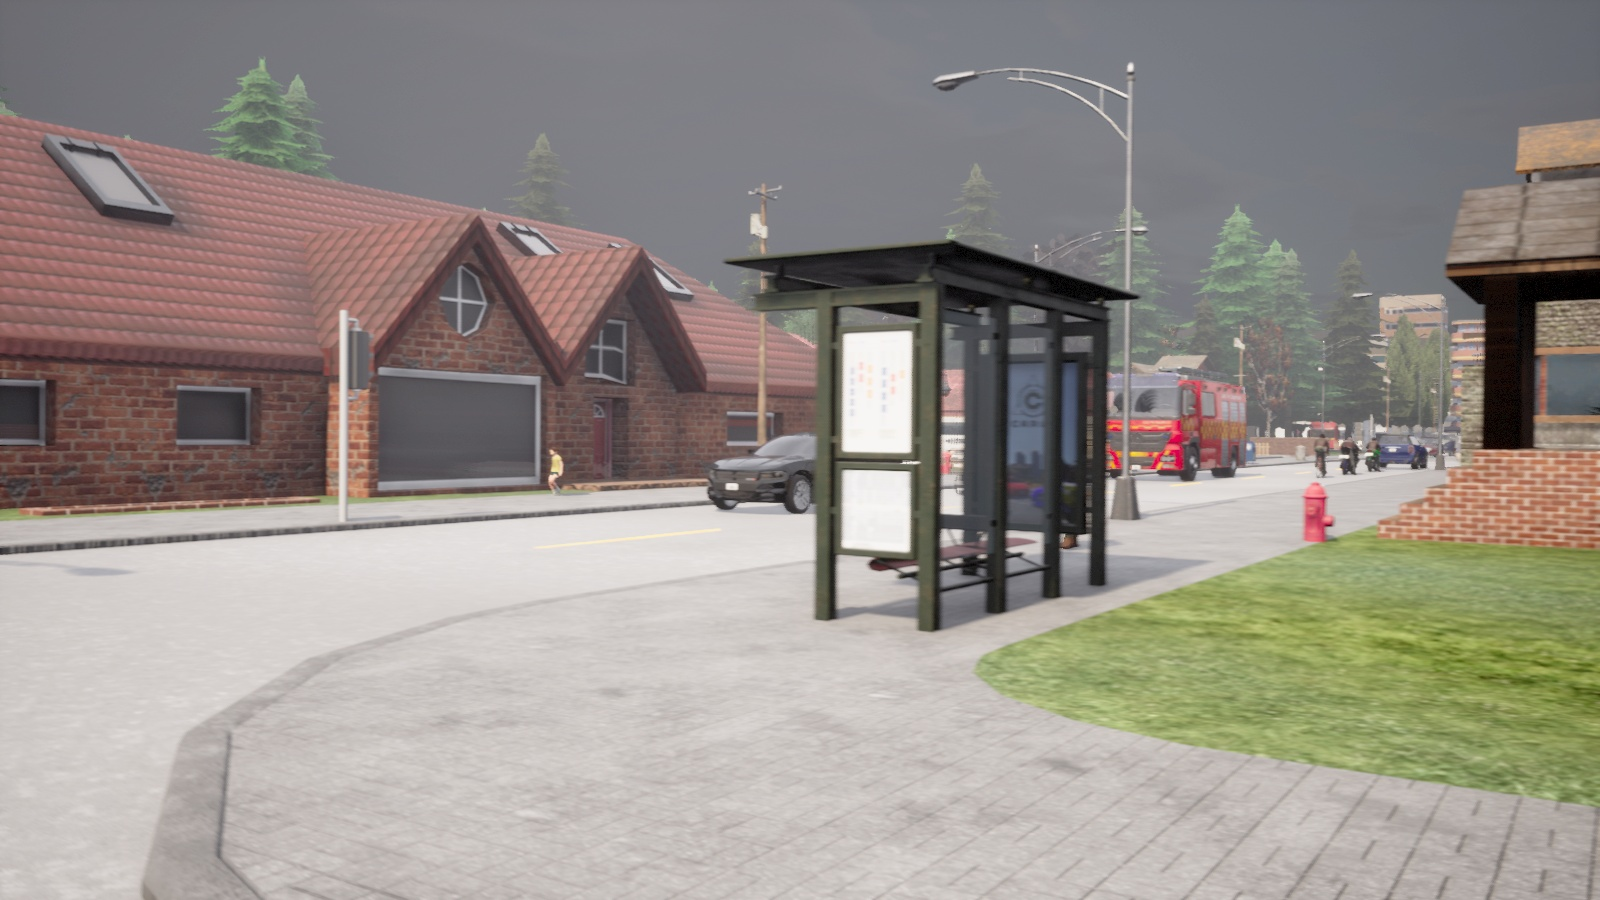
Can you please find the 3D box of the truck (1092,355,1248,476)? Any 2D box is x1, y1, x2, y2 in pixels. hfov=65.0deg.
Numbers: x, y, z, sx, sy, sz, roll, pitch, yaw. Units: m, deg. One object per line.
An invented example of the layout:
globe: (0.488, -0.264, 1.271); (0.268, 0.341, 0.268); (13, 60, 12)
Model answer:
truck: (13.175, -1.155, 44.143); (2.891, 3.827, 8.468); (0, 1, 34)

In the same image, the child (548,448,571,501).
child: (-5.059, 0.506, 26.414); (0.394, 1.110, 0.255); (-1, 1, -42)

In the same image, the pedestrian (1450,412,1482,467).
pedestrian: (22.829, -0.354, 43.068); (0.874, 1.855, 0.900); (0, 1, 34)

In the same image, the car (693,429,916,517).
car: (0.229, 0.370, 24.655); (1.882, 1.535, 5.008); (0, 1, 34)

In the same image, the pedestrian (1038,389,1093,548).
pedestrian: (3.156, 0.209, 14.924); (0.634, 1.846, 0.331); (-1, 1, -45)

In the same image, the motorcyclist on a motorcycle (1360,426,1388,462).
motorcyclist on a motorcycle: (25.034, -0.261, 54.752); (0.797, 1.523, 2.044); (0, 1, 34)

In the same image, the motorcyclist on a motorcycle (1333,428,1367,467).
motorcyclist on a motorcycle: (21.994, -0.118, 50.180); (0.866, 1.530, 2.191); (0, 1, 34)

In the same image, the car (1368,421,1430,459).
car: (29.007, -0.502, 60.707); (2.097, 1.767, 4.553); (0, 1, 33)
